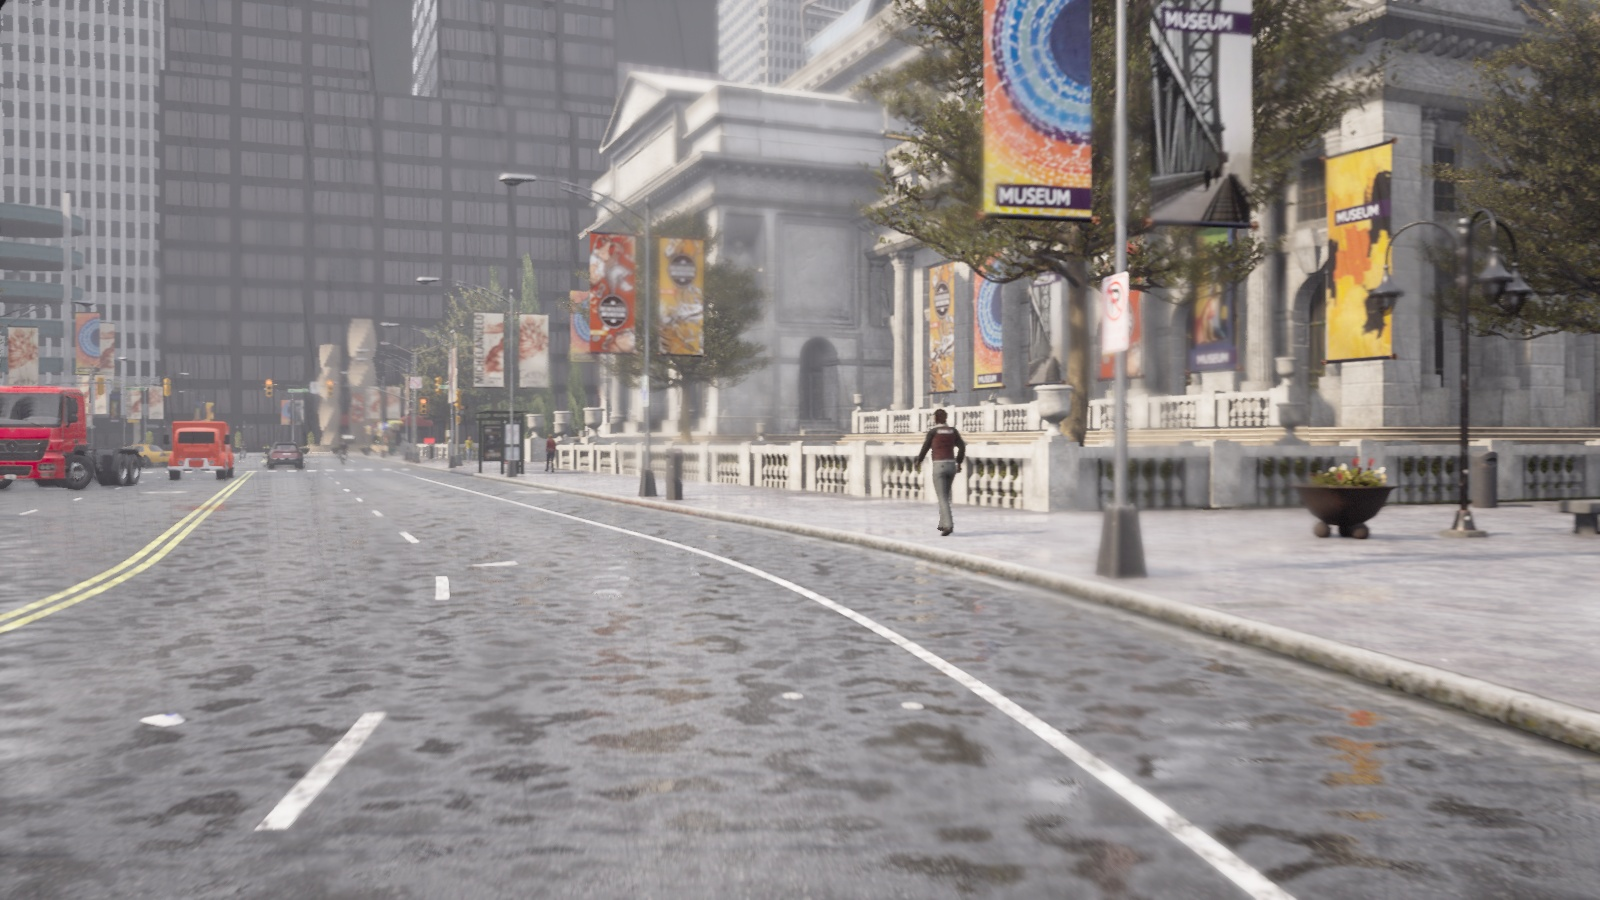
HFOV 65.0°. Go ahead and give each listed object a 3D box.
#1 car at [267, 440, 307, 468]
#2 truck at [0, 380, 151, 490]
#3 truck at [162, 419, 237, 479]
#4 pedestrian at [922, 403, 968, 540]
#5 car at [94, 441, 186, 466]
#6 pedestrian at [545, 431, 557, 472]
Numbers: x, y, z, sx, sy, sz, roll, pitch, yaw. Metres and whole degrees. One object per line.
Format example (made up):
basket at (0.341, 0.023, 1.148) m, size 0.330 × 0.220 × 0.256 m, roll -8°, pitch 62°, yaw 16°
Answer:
car at (-31.335, 0.241, 76.569) m, size 2.033 × 1.649 × 4.856 m, roll 0°, pitch 0°, yaw -25°
truck at (-25.348, -0.482, 43.271) m, size 2.891 × 3.462 × 7.936 m, roll 0°, pitch 0°, yaw -9°
truck at (-25.959, -0.050, 54.458) m, size 2.627 × 2.467 × 5.204 m, roll 0°, pitch 0°, yaw -22°
pedestrian at (2.093, 0.301, 18.115) m, size 0.402 × 1.930 × 0.666 m, roll 0°, pitch 0°, yaw -20°
car at (-43.088, 0.216, 81.983) m, size 5.366 × 1.575 × 1.801 m, roll 0°, pitch 0°, yaw 11°
pedestrian at (-11.247, 0.082, 56.692) m, size 0.331 × 1.846 × 0.636 m, roll 0°, pitch 0°, yaw -29°
